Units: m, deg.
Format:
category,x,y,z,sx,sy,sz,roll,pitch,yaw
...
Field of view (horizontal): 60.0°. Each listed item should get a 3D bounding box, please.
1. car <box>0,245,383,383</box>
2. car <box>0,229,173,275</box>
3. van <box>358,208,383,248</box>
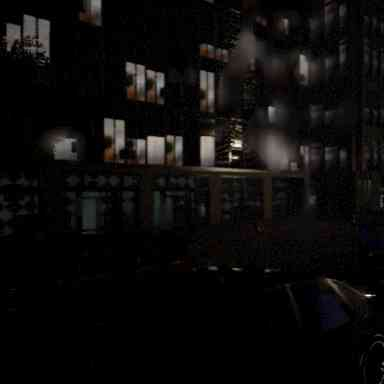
category,x,y,z,sx,sy,sz,roll,pitch,yaw
car,0.459,1.566,3.669,5.357,1.411,2.033,1,0,-35
car,-1.982,1.450,5.175,4.097,1.590,1.967,1,-1,-35
van,7.636,1.444,12.006,3.998,1.788,1.690,1,-1,-35
